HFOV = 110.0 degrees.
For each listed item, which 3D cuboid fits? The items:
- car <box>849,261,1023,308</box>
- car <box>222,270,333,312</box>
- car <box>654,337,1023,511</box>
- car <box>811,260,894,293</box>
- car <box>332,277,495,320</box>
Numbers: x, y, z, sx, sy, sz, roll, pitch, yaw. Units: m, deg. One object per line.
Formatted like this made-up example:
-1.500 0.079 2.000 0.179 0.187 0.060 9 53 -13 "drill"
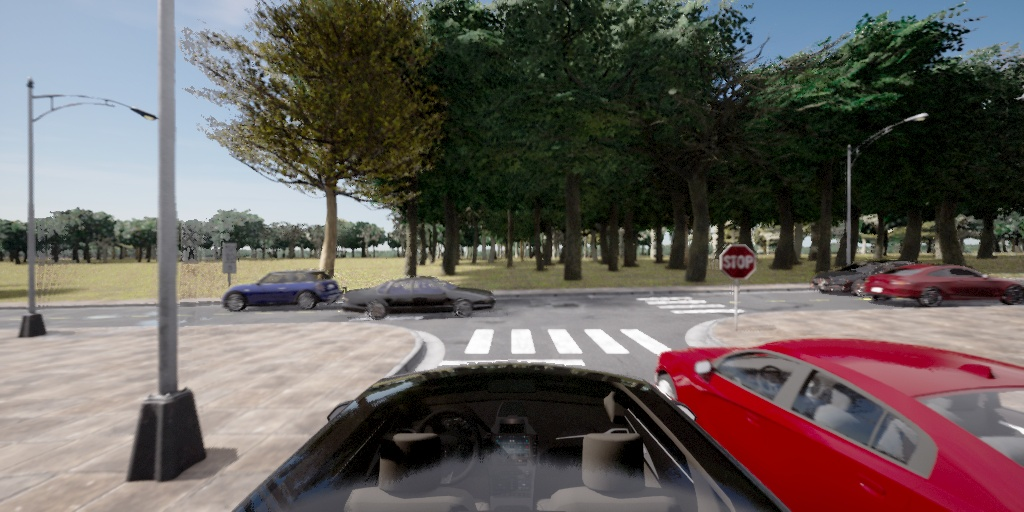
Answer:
15.712 1.026 13.191 4.674 1.442 1.812 -1 0 0 "car"
-10.276 1.443 16.138 4.553 1.767 2.097 -1 0 0 "car"
2.637 1.306 2.743 1.888 1.381 4.507 0 0 0 "car"
16.310 0.975 16.142 4.892 1.490 1.837 -1 0 0 "car"
-3.332 1.485 13.192 5.357 1.411 2.033 -1 0 0 "car"
